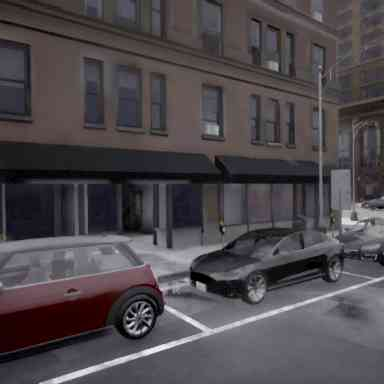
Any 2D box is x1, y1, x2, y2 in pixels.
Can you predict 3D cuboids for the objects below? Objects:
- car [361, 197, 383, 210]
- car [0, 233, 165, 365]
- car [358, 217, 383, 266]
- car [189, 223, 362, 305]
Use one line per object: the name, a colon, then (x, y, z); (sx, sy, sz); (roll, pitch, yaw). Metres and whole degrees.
car: (20.909, 1.283, 36.561); (1.994, 1.385, 4.181); (-1, 1, -35)
car: (-2.529, 1.437, 4.859); (4.097, 1.590, 1.967); (0, -1, -35)
car: (6.436, 1.545, 11.252); (4.403, 1.369, 2.008); (0, -1, -35)
car: (1.954, 1.561, 8.055); (4.313, 1.339, 1.947); (0, -1, -35)
